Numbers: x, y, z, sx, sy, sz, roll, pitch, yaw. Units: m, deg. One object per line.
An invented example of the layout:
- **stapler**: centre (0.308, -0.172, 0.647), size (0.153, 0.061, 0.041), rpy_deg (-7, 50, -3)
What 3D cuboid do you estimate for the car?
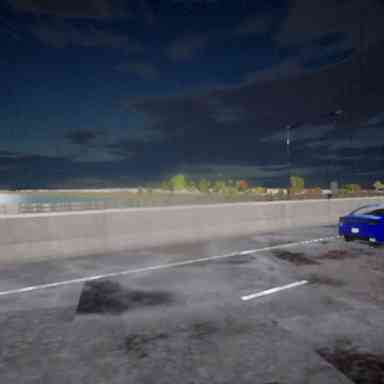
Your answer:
- **car**: centre (8.122, 1.234, 13.796), size (5.008, 1.535, 1.882), rpy_deg (-1, 1, -34)
